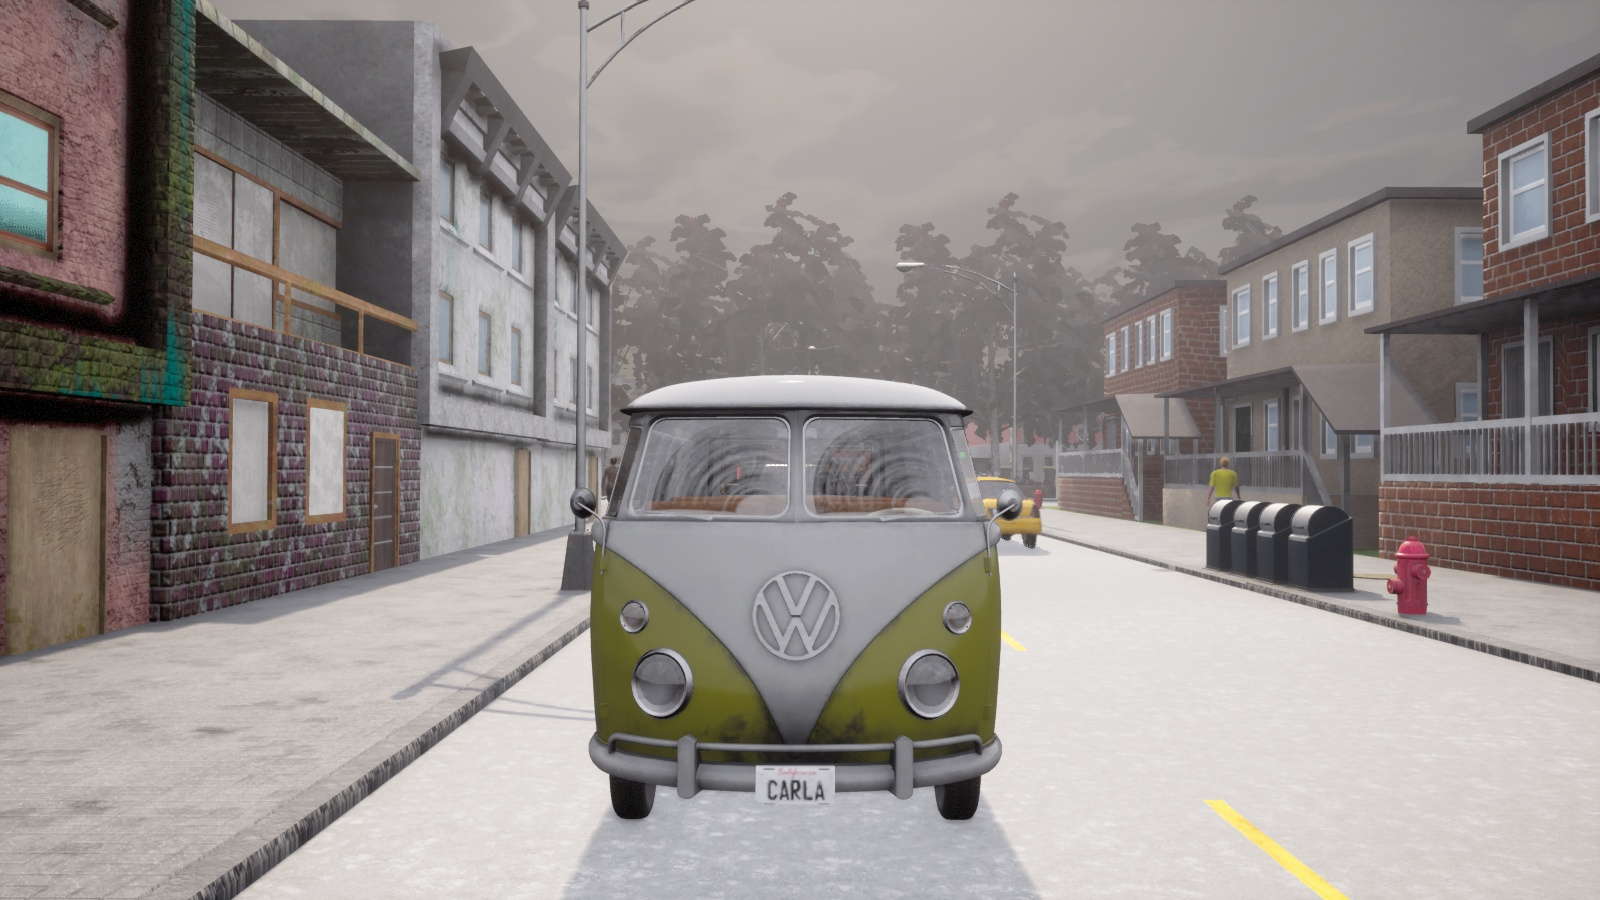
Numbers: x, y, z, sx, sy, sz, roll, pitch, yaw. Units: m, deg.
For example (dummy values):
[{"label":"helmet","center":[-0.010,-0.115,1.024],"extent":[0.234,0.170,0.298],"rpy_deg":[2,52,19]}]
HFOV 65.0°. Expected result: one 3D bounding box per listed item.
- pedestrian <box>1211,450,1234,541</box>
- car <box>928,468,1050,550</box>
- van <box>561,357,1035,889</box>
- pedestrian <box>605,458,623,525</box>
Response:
[{"label":"pedestrian","center":[8.594,0.918,25.543],"extent":[0.354,1.836,0.706],"rpy_deg":[-1,-1,25]},{"label":"car","center":[3.940,1.191,27.029],"extent":[1.801,1.575,5.366],"rpy_deg":[0,-1,0]},{"label":"van","center":[-0.016,0.684,6.936],"extent":[1.775,1.987,4.442],"rpy_deg":[0,-1,0]},{"label":"pedestrian","center":[-5.067,1.117,34.195],"extent":[0.328,1.805,0.869],"rpy_deg":[0,-1,1]}]
